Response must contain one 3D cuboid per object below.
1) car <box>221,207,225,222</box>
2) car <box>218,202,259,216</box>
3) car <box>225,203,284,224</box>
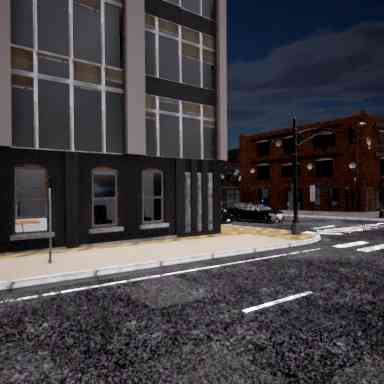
[{"bbox_3d":[1.636,1.933,28.516,1.947,1.339,4.313,-2,0,-37],"label":"car"},{"bbox_3d":[5.263,1.918,38.109,2.008,1.369,4.403,-2,0,-37],"label":"car"},{"bbox_3d":[5.461,1.788,27.944,2.128,1.511,4.902,-1,0,-37],"label":"car"}]
